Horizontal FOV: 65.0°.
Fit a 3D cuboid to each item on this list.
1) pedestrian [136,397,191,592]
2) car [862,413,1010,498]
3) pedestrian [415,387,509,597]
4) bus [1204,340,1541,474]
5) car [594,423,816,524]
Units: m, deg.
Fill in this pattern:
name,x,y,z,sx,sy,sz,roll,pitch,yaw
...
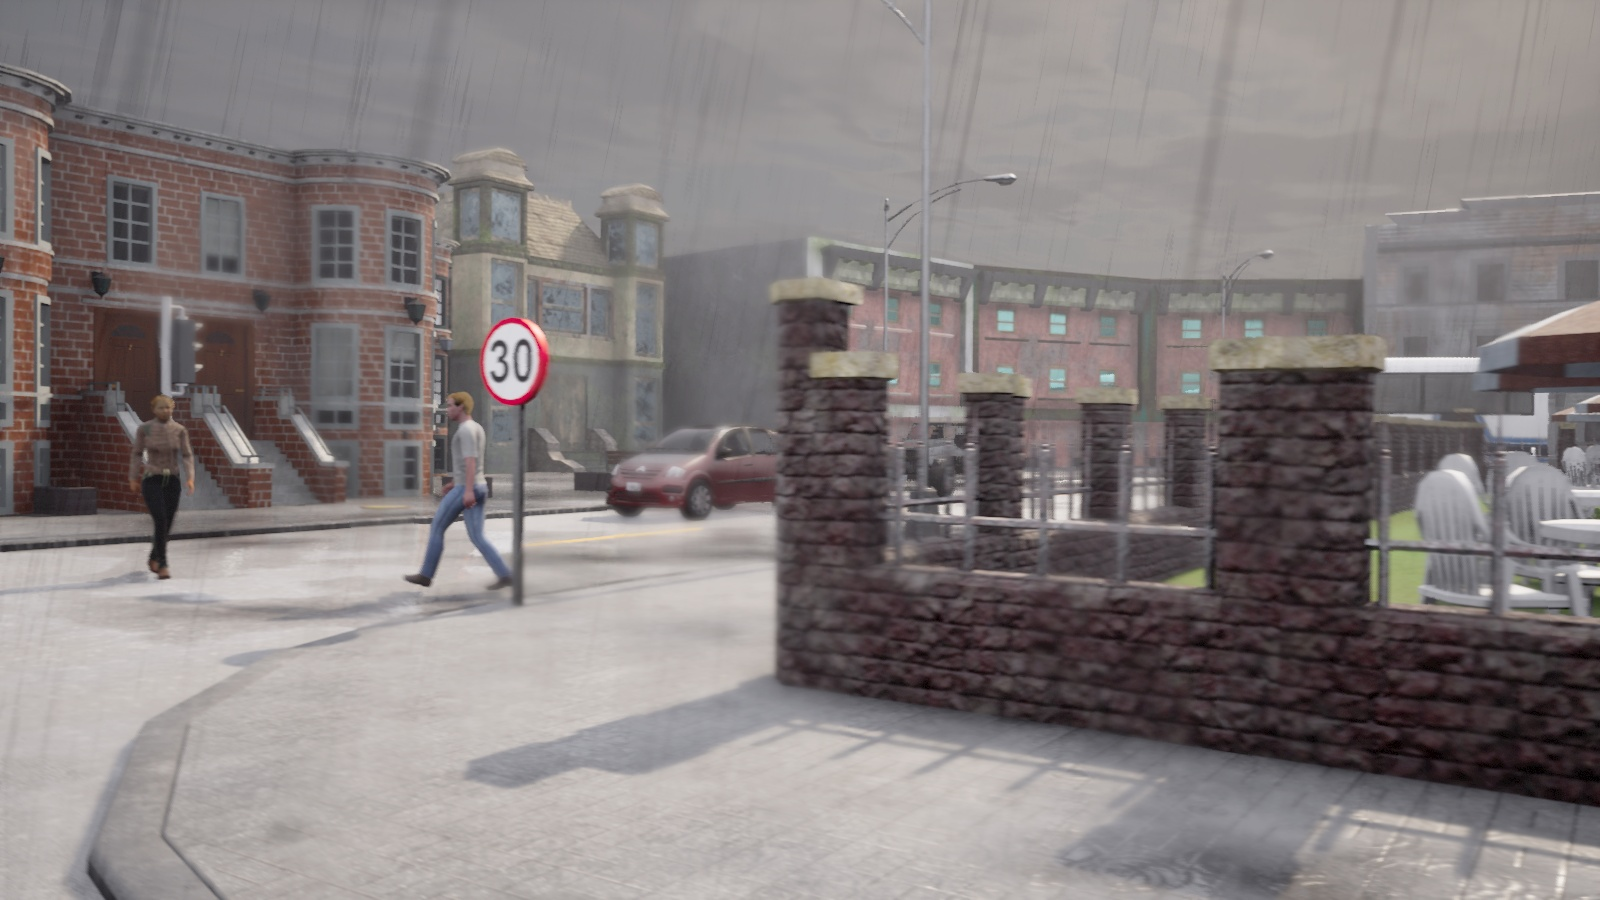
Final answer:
name,x,y,z,sx,sy,sz,roll,pitch,yaw
pedestrian,-6.203,0.415,12.228,0.331,1.846,0.634,-1,1,-38
car,3.273,0.093,29.658,1.905,1.878,3.866,0,1,33
pedestrian,-2.995,0.366,11.151,0.706,1.836,0.354,0,1,3
bus,19.587,-1.429,43.822,10.273,4.253,3.944,0,1,21
car,-1.589,0.339,22.319,1.851,1.617,3.988,0,1,34
